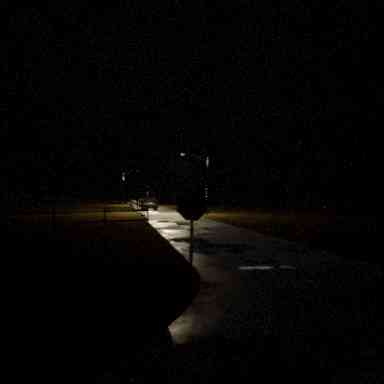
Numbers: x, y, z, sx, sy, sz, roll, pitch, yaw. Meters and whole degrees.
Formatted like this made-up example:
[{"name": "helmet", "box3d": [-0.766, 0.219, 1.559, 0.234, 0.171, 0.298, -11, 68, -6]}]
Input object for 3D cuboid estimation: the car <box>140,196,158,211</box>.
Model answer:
[{"name": "car", "box3d": [-6.382, 1.698, 49.849, 2.150, 2.045, 5.566, 2, -1, -12]}]
